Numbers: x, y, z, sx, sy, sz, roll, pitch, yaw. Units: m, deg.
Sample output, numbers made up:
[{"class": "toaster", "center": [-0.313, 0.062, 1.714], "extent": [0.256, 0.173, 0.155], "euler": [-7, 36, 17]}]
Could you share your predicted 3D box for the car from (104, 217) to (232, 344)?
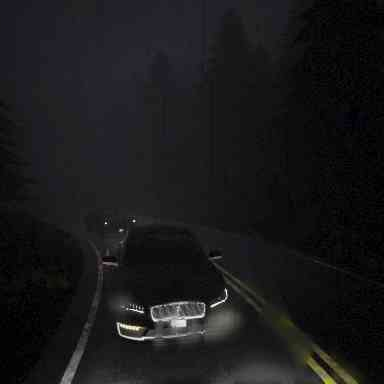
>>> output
[{"class": "car", "center": [-0.643, 1.494, 6.793], "extent": [1.837, 1.490, 4.892], "euler": [-1, 0, -11]}]

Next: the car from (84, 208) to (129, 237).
[{"class": "car", "center": [-4.628, 1.610, 18.535], "extent": [1.895, 1.301, 4.718], "euler": [-3, 1, -29]}]
